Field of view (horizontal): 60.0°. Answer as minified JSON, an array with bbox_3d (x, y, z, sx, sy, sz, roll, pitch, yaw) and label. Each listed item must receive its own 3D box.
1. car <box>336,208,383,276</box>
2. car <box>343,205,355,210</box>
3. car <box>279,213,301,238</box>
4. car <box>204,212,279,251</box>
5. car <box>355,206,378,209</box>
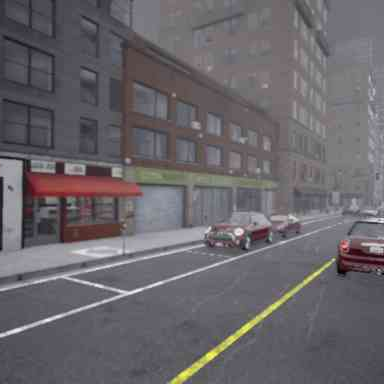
[{"bbox_3d":[6.049,1.588,10.548,2.097,1.767,4.553,1,-1,34],"label":"car"},{"bbox_3d":[20.662,2.408,43.196,1.887,1.381,4.507,0,-1,33],"label":"car"},{"bbox_3d":[5.287,1.905,19.886,1.802,1.307,4.206,0,-1,33],"label":"car"},{"bbox_3d":[2.214,1.653,15.226,1.967,1.590,4.097,0,-1,33],"label":"car"},{"bbox_3d":[20.397,2.351,37.975,2.033,1.411,5.357,1,-1,34],"label":"car"}]
